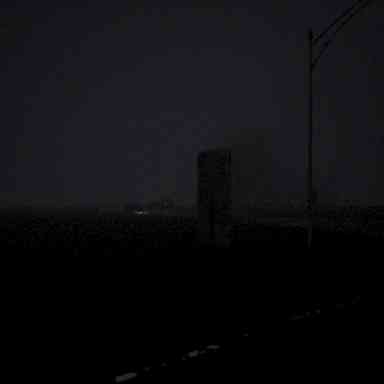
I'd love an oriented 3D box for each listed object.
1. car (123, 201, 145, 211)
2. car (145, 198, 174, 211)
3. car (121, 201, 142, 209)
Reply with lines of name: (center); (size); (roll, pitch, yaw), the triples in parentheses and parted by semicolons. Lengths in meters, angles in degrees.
car: (-9.132, 2.428, 55.009); (2.033, 1.411, 5.357); (-1, 0, -35)
car: (-5.093, 2.036, 55.509); (2.150, 2.045, 5.566); (-1, 0, -36)
car: (-11.744, 2.463, 64.733); (2.128, 1.511, 4.902); (-1, 0, -36)
